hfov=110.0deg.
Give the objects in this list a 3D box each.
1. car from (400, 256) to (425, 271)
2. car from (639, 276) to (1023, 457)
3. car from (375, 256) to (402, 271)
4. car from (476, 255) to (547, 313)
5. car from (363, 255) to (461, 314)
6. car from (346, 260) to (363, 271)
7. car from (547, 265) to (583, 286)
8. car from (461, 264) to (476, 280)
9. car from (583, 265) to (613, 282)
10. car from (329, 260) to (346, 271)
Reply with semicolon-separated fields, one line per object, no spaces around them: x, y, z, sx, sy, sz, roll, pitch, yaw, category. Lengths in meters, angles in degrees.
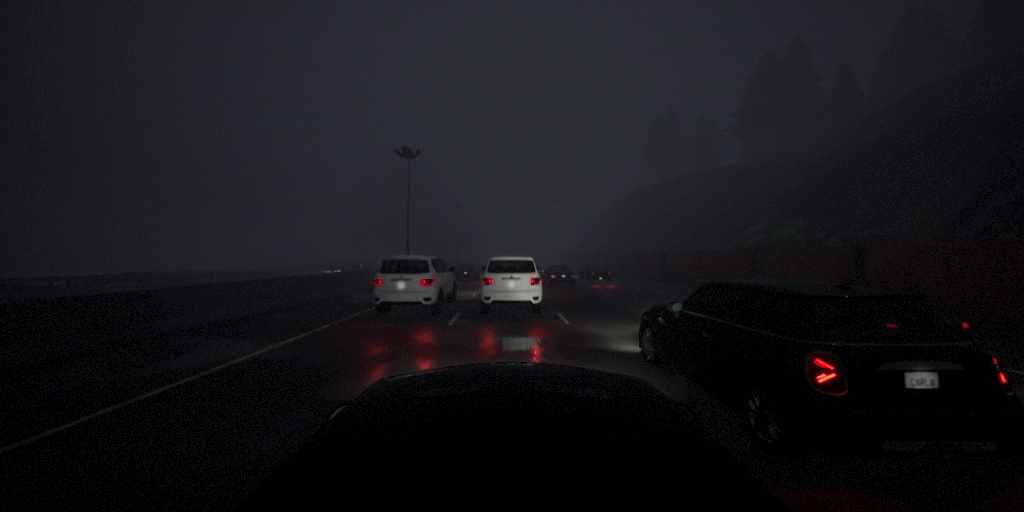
-14.868;1.075;53.944;2.150;2.045;5.566;0;0;-1;car
3.559;1.106;5.252;2.097;1.767;4.553;0;0;0;car
-18.365;1.079;53.600;2.150;2.045;5.566;0;0;-1;car
-0.057;0.994;14.361;2.150;2.045;5.566;0;0;-1;car
-3.553;0.995;14.030;2.150;2.045;5.566;0;0;-1;car
-21.853;1.330;52.393;1.882;1.535;5.008;0;0;-1;car
3.253;1.337;25.411;2.033;1.411;5.357;0;0;-1;car
-3.859;1.368;31.554;1.994;1.385;4.181;0;0;-1;car
6.684;1.395;29.331;1.895;1.301;4.718;0;0;-1;car
-25.362;1.364;53.321;1.837;1.490;4.892;0;-1;-1;car
